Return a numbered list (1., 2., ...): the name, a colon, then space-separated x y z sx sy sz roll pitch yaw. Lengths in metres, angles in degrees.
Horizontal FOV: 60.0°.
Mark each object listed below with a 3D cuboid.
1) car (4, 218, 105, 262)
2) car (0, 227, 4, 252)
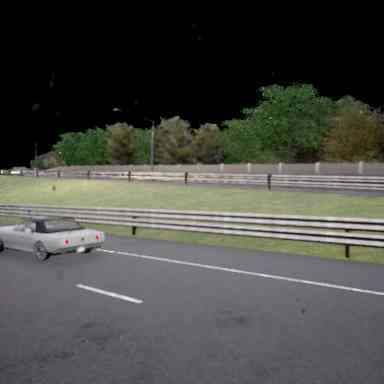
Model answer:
1. car: -5.433 1.589 12.147 4.718 1.301 1.895 0 0 35
2. car: -7.438 1.589 9.278 4.718 1.301 1.895 0 0 35
